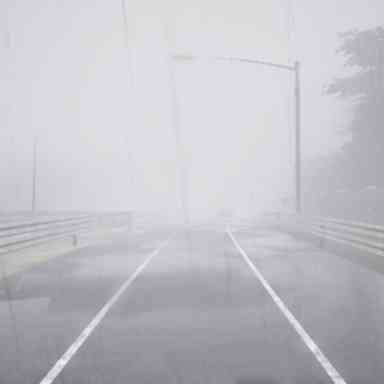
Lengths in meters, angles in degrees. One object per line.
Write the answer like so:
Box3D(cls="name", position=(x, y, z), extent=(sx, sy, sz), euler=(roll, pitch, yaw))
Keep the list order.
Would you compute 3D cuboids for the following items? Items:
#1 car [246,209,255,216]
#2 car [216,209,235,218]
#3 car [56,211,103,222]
Box3D(cls="car", position=(13.443, 4.612, 75.990), extent=(1.837, 1.490, 4.892), euler=(-1, -3, 14))
Box3D(cls="car", position=(5.520, 3.545, 54.881), extent=(1.882, 1.535, 5.008), euler=(-1, -3, 26))
Box3D(cls="car", position=(-10.442, 2.430, 31.002), extent=(1.994, 1.385, 4.181), euler=(-2, -4, 41))
